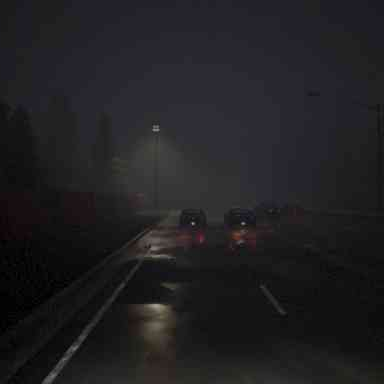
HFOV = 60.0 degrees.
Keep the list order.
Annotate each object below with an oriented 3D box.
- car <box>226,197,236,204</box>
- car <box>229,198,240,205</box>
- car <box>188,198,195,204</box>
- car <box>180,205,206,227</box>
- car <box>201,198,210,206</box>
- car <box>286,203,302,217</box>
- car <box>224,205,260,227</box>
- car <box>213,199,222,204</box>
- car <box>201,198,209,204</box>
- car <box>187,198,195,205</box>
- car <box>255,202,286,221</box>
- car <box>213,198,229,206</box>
[{"bbox_3d":[10.379,2.343,89.619,2.097,1.767,4.553,0,-1,0],"label":"car"},{"bbox_3d":[10.394,2.542,79.610,1.994,1.385,4.181,0,-1,0],"label":"car"},{"bbox_3d":[-0.121,2.497,89.632,1.837,1.490,4.892,0,-1,0],"label":"car"},{"bbox_3d":[0.070,1.922,25.470,1.895,1.301,4.718,0,-1,0],"label":"car"},{"bbox_3d":[3.394,2.492,79.217,1.837,1.490,4.892,0,-1,0],"label":"car"},{"bbox_3d":[10.554,1.941,36.438,2.128,1.511,4.902,0,-1,0],"label":"car"},{"bbox_3d":[3.569,1.919,25.450,1.895,1.301,4.718,0,-1,0],"label":"car"},{"bbox_3d":[6.879,2.544,89.642,1.994,1.385,4.181,0,-1,0],"label":"car"},{"bbox_3d":[3.379,2.472,89.638,1.882,1.535,5.008,0,-1,0],"label":"car"},{"bbox_3d":[-0.107,2.524,79.628,1.812,1.442,4.674,0,-1,0],"label":"car"},{"bbox_3d":[7.060,1.747,31.812,2.097,1.767,4.553,0,-1,0],"label":"car"},{"bbox_3d":[6.894,2.528,79.221,2.033,1.411,5.357,0,-1,0],"label":"car"}]
